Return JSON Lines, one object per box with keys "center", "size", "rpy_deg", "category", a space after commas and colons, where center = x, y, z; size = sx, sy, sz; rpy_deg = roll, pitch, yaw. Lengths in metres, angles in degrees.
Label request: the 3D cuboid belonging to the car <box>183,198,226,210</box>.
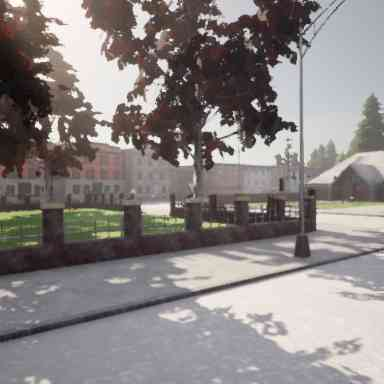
{"center": [1.157, 1.272, 33.508], "size": [2.033, 1.411, 5.357], "rpy_deg": [-1, 1, -35], "category": "car"}
